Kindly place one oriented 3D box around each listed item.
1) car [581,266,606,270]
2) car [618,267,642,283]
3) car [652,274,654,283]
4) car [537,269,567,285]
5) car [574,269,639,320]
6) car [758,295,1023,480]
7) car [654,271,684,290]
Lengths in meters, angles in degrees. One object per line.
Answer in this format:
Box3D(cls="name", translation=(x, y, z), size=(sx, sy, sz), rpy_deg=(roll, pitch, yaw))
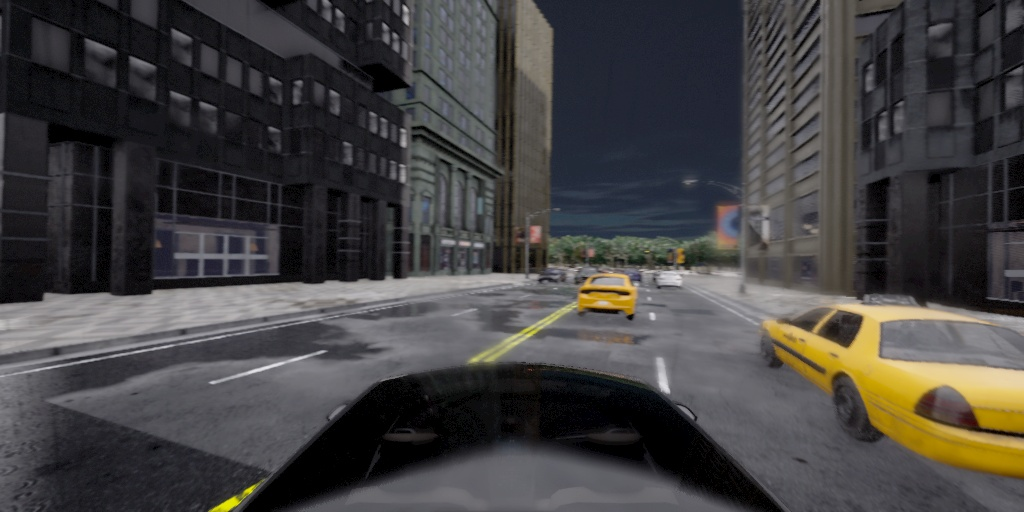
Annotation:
Box3D(cls="car", translation=(7.090, 1.748, 32.960), size=(2.097, 1.767, 4.553), rpy_deg=(1, -1, 20))
Box3D(cls="car", translation=(13.242, 2.037, 39.757), size=(2.097, 1.767, 4.553), rpy_deg=(1, -1, 20))
Box3D(cls="car", translation=(17.433, 2.444, 41.995), size=(1.895, 1.301, 4.718), rpy_deg=(1, -2, 21))
Box3D(cls="car", translation=(3.911, 1.890, 33.745), size=(2.033, 1.411, 5.357), rpy_deg=(1, -1, 20))
Box3D(cls="car", translation=(3.826, 1.435, 13.992), size=(1.882, 1.535, 5.008), rpy_deg=(1, -1, 20))
Box3D(cls="car", translation=(5.131, 1.320, 5.075), size=(1.801, 1.575, 5.366), rpy_deg=(1, -1, 20))
Box3D(cls="car", translation=(12.967, 1.984, 29.660), size=(1.812, 1.442, 4.674), rpy_deg=(1, -1, 21))
